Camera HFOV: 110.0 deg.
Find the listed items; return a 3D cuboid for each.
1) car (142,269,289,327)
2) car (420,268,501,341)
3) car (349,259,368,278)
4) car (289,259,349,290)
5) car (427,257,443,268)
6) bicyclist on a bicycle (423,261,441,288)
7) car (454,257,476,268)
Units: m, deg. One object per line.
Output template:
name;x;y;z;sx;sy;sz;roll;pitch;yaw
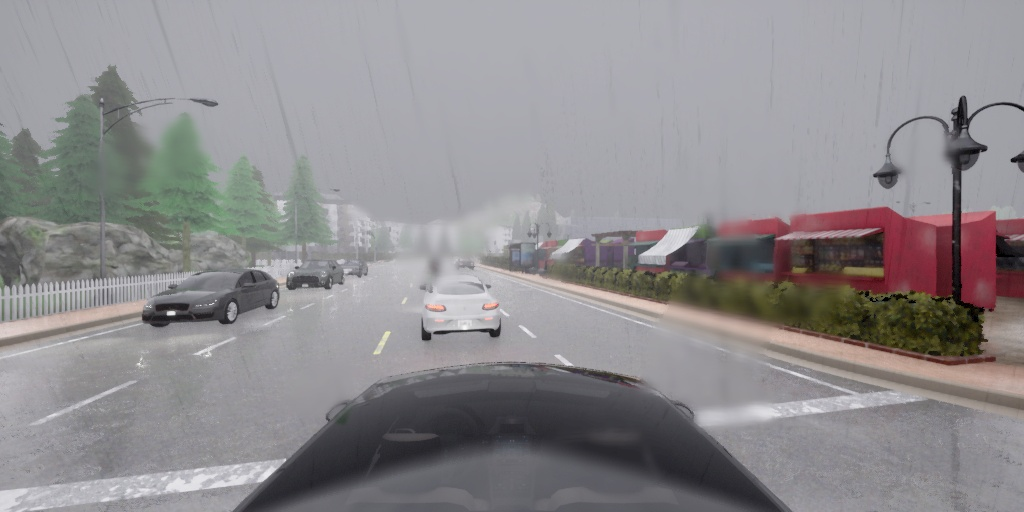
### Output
car;-9.188;1.190;11.461;1.837;1.490;4.892;0;0;-13
car;-1.476;1.225;9.748;1.812;1.442;4.674;0;0;-12
car;-13.591;1.032;30.683;2.128;1.511;4.902;0;0;-13
car;-11.392;0.965;21.061;2.097;1.767;4.553;0;0;-13
car;-10.858;0.897;50.796;1.837;1.490;4.892;0;0;-13
bicyclist on a bicycle;-4.310;1.078;19.597;0.582;1.620;1.656;0;1;25
car;-5.625;1.046;43.736;1.895;1.301;4.718;0;0;-13
